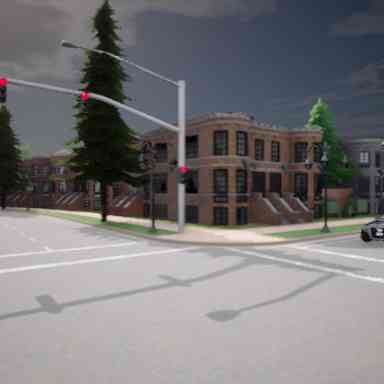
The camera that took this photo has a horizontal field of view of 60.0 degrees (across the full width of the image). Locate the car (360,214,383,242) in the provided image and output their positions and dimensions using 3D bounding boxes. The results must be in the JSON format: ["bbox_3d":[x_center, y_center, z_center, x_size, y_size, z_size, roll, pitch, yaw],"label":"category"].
[{"bbox_3d":[9.459,1.575,15.029,4.181,1.385,1.994,0,0,-35],"label":"car"}]
